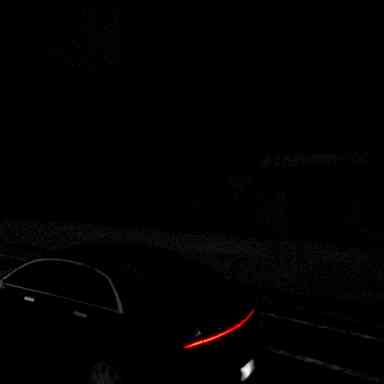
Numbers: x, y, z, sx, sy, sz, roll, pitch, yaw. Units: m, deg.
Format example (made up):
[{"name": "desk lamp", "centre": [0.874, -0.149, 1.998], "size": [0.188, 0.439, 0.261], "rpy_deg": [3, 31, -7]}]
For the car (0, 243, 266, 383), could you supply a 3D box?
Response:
[{"name": "car", "centre": [-1.420, 1.503, 4.695], "size": [4.892, 1.490, 1.837], "rpy_deg": [0, 0, 36]}]
